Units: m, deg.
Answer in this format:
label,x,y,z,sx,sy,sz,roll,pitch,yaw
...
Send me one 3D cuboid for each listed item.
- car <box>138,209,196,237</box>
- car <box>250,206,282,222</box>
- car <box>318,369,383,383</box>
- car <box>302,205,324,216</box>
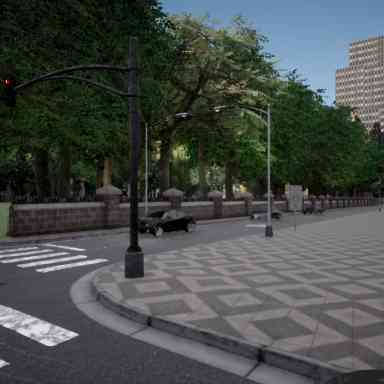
label,x,y,z,sx,sy,sz,roll,pitch,yaw
car,-1.691,1.834,20.763,1.882,1.535,5.008,0,-1,35
car,7.549,2.180,33.849,2.128,1.511,4.902,0,-1,35
car,2.518,1.551,1.167,4.403,1.369,2.008,0,0,36
car,17.407,2.506,47.660,2.033,1.411,5.357,0,-1,35
